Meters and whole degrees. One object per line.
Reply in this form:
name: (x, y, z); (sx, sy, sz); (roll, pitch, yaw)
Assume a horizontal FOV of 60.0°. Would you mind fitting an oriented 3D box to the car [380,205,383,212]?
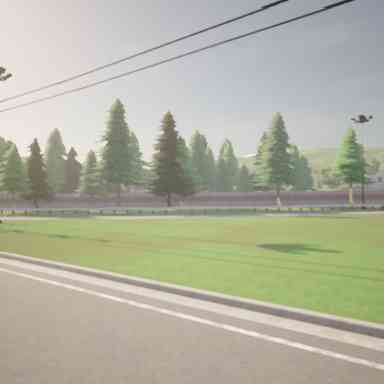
car: (22.894, 1.590, 36.378); (4.181, 1.385, 1.994); (0, 0, -13)
